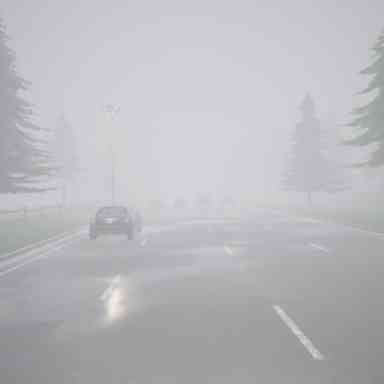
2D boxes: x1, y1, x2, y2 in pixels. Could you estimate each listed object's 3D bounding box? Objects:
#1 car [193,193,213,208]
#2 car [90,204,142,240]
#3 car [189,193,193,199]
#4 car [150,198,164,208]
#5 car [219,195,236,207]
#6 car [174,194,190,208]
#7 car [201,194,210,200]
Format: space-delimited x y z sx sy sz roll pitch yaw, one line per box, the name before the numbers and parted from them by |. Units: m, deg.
car | 1.788 1.174 48.755 2.150 2.045 5.566 -1 0 -2
car | -3.982 1.443 17.991 2.097 1.767 4.553 -1 0 -2
car | 0.108 1.210 94.115 2.150 2.045 5.566 -1 0 -2
car | -5.238 1.594 49.991 1.882 1.535 5.008 -1 0 -2
car | 5.242 1.220 50.223 2.097 1.767 4.553 -1 0 -2
car | -1.747 1.512 50.171 1.882 1.535 5.008 -1 0 -2
car | 3.656 1.426 93.065 2.128 1.511 4.902 -1 0 -2
